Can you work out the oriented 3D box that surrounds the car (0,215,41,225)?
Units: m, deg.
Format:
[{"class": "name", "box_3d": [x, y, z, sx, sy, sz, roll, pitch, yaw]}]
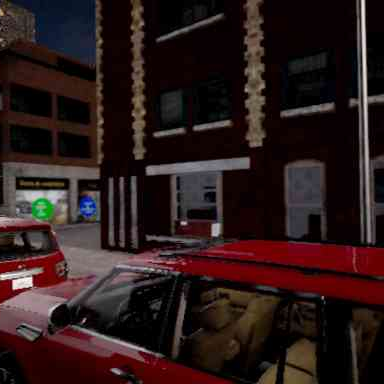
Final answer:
[{"class": "car", "box_3d": [-4.258, 1.334, 5.936, 5.009, 1.841, 2.192, 0, -1, 36]}]

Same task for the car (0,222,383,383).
[{"class": "car", "box_3d": [0.238, 1.320, 2.726, 5.009, 1.841, 2.192, 0, -1, 36]}]
